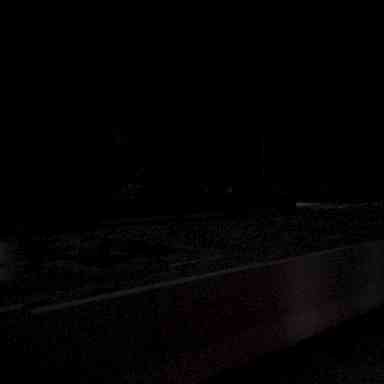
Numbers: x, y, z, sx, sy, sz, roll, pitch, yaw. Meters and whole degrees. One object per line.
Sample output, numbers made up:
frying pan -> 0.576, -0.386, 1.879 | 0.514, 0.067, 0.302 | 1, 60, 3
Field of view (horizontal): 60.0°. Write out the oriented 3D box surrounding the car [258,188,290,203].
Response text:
car -> 11.576, 0.493, 47.095 | 2.150, 2.045, 5.566 | -1, 1, -35

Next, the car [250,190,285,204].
car -> 9.417, 0.823, 44.102 | 1.882, 1.535, 5.008 | -1, 1, -35
